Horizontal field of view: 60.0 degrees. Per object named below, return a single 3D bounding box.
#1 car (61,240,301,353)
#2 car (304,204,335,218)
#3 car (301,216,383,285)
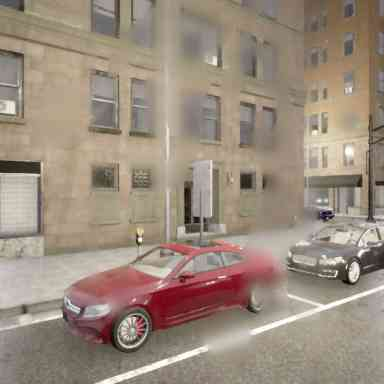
[{"bbox_3d":[-0.145,1.582,6.076,4.206,1.307,1.802,0,0,-35],"label":"car"},{"bbox_3d":[8.261,1.516,25.181,1.895,1.301,4.718,0,0,-35],"label":"car"},{"bbox_3d":[4.486,1.550,9.367,4.403,1.369,2.008,0,0,-35],"label":"car"}]
